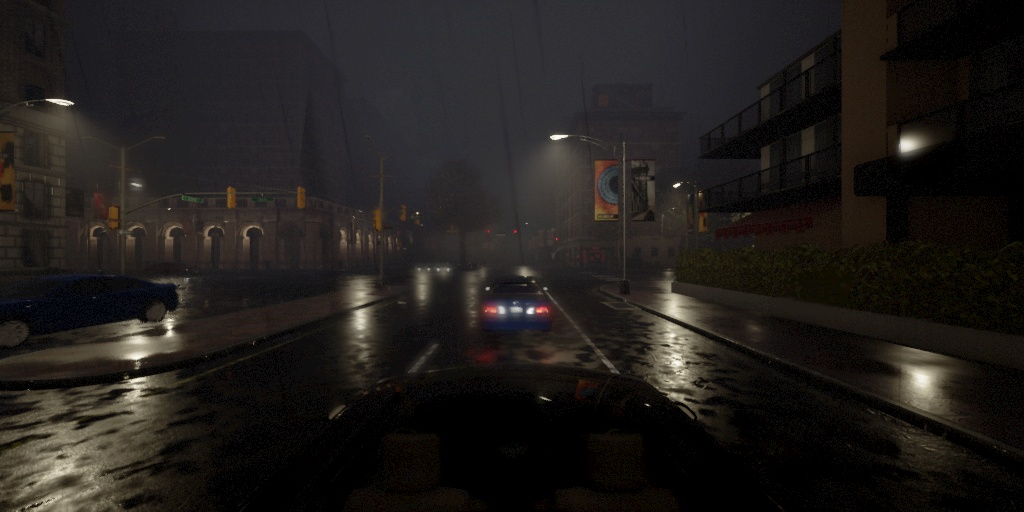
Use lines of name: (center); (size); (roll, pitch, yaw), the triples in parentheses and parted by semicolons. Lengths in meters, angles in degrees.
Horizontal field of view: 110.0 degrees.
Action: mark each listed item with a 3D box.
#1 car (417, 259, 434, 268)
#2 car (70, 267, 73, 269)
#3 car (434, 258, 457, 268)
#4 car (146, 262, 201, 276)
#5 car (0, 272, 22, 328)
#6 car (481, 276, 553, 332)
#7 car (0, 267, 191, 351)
car: (-14.518, 1.228, 61.808); (1.882, 1.535, 5.008); (0, 0, 1)
car: (-45.127, 1.314, 34.673); (4.181, 1.385, 1.994); (0, 0, 0)
car: (-11.052, 1.102, 59.739); (2.097, 1.767, 4.553); (0, 0, 1)
car: (-32.761, 1.276, 34.602); (4.674, 1.442, 1.812); (0, 0, 0)
car: (-15.058, 1.227, 7.812); (1.882, 1.535, 5.008); (0, 0, 1)
car: (0.146, 1.297, 10.789); (2.033, 1.411, 5.357); (0, 0, 1)
car: (-11.544, 1.227, 9.238); (1.882, 1.535, 5.008); (0, 0, 1)
